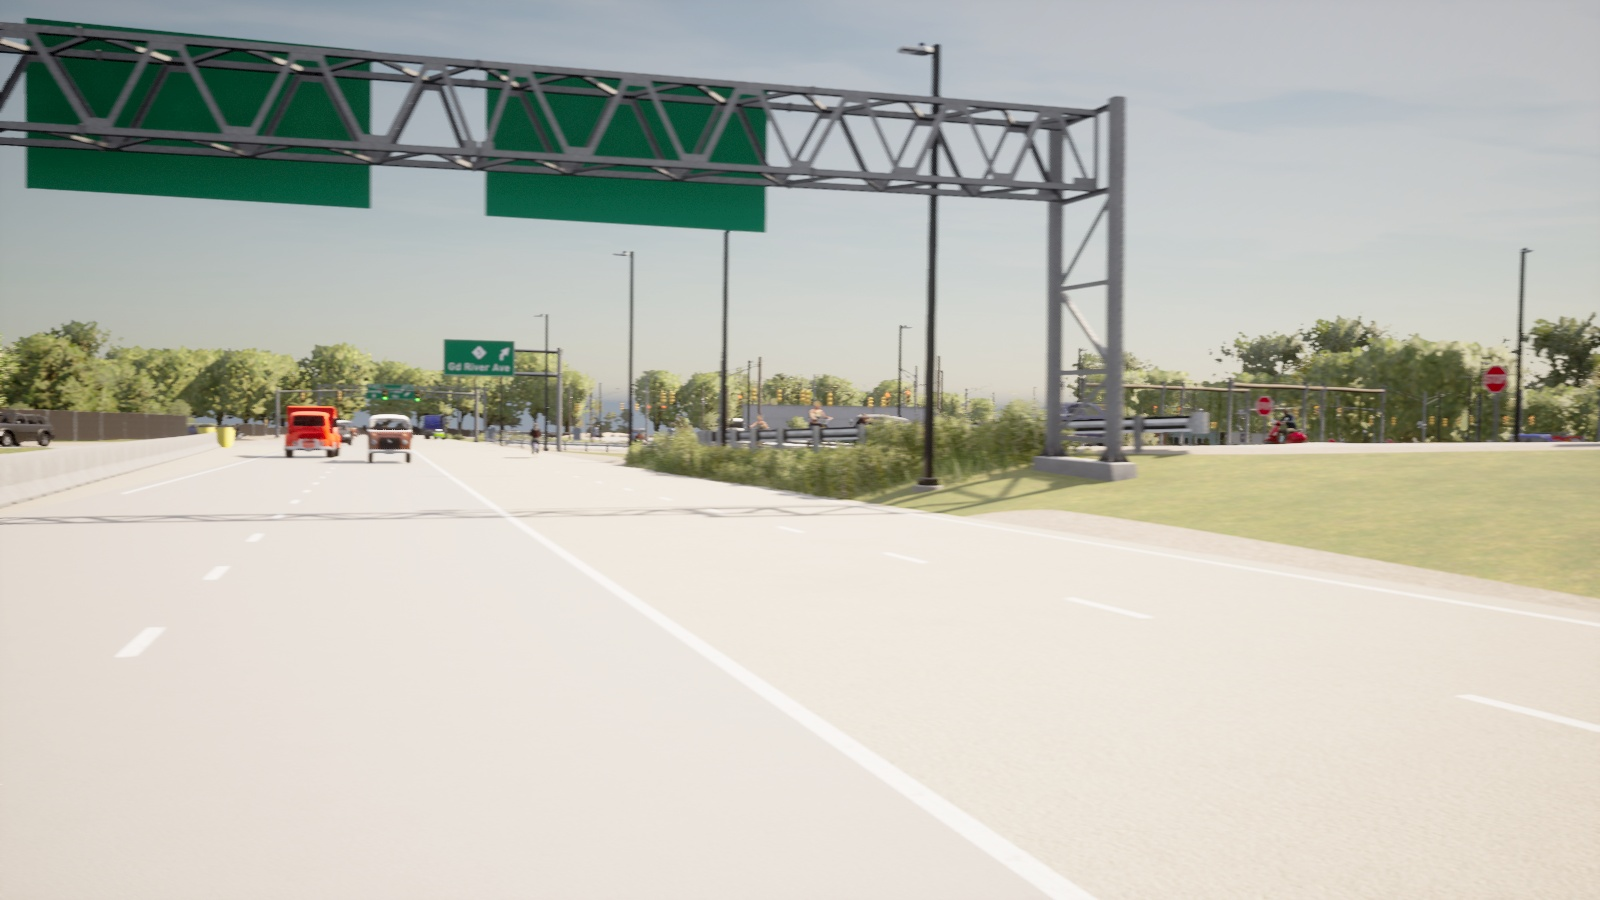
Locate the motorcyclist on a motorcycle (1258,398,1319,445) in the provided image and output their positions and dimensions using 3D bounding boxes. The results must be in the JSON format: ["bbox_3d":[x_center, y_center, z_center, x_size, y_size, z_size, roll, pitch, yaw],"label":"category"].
[{"bbox_3d":[17.077,-0.988,43.909,1.817,1.590,0.866,-1,-1,-16],"label":"motorcyclist on a motorcycle"}]

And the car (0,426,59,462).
[{"bbox_3d":[-42.387,-0.333,67.638,1.932,1.855,4.605,0,0,5],"label":"car"}]

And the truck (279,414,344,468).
[{"bbox_3d":[-23.465,-0.446,60.559,2.627,2.467,5.204,-1,1,-18],"label":"truck"}]

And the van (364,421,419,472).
[{"bbox_3d":[-17.191,-0.175,52.828,2.069,2.038,4.480,-1,1,-18],"label":"van"}]

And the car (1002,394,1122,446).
[{"bbox_3d":[8.369,-0.909,40.047,3.633,1.501,1.845,0,-2,-39],"label":"car"}]
